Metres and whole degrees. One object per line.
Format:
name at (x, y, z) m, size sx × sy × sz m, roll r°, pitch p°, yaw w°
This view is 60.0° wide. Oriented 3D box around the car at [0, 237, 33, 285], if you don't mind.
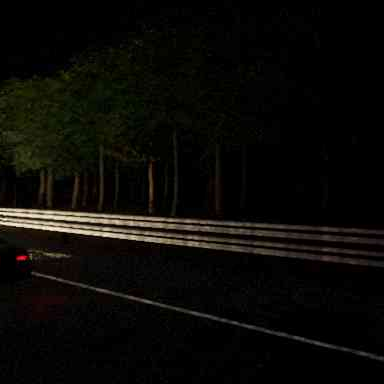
car at (-6.188, 1.543, 8.367) m, size 5.357 × 1.411 × 2.033 m, roll 0°, pitch 0°, yaw 35°
